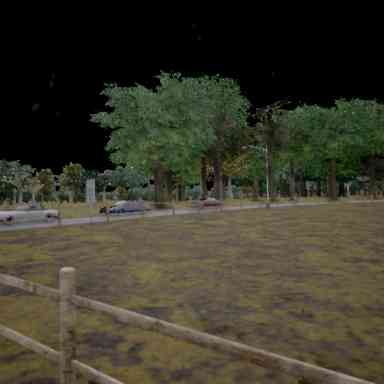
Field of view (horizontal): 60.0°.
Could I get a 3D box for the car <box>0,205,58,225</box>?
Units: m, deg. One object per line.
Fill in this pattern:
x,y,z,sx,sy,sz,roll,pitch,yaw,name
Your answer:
-12.142,1.613,24.171,1.895,1.301,4.718,-2,-1,36,car

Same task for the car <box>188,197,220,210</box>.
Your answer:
1.544,1.404,41.226,1.812,1.442,4.674,-2,-1,43,car

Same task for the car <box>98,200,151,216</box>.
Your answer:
-6.329,1.510,32.052,2.033,1.411,5.357,-2,-1,38,car
